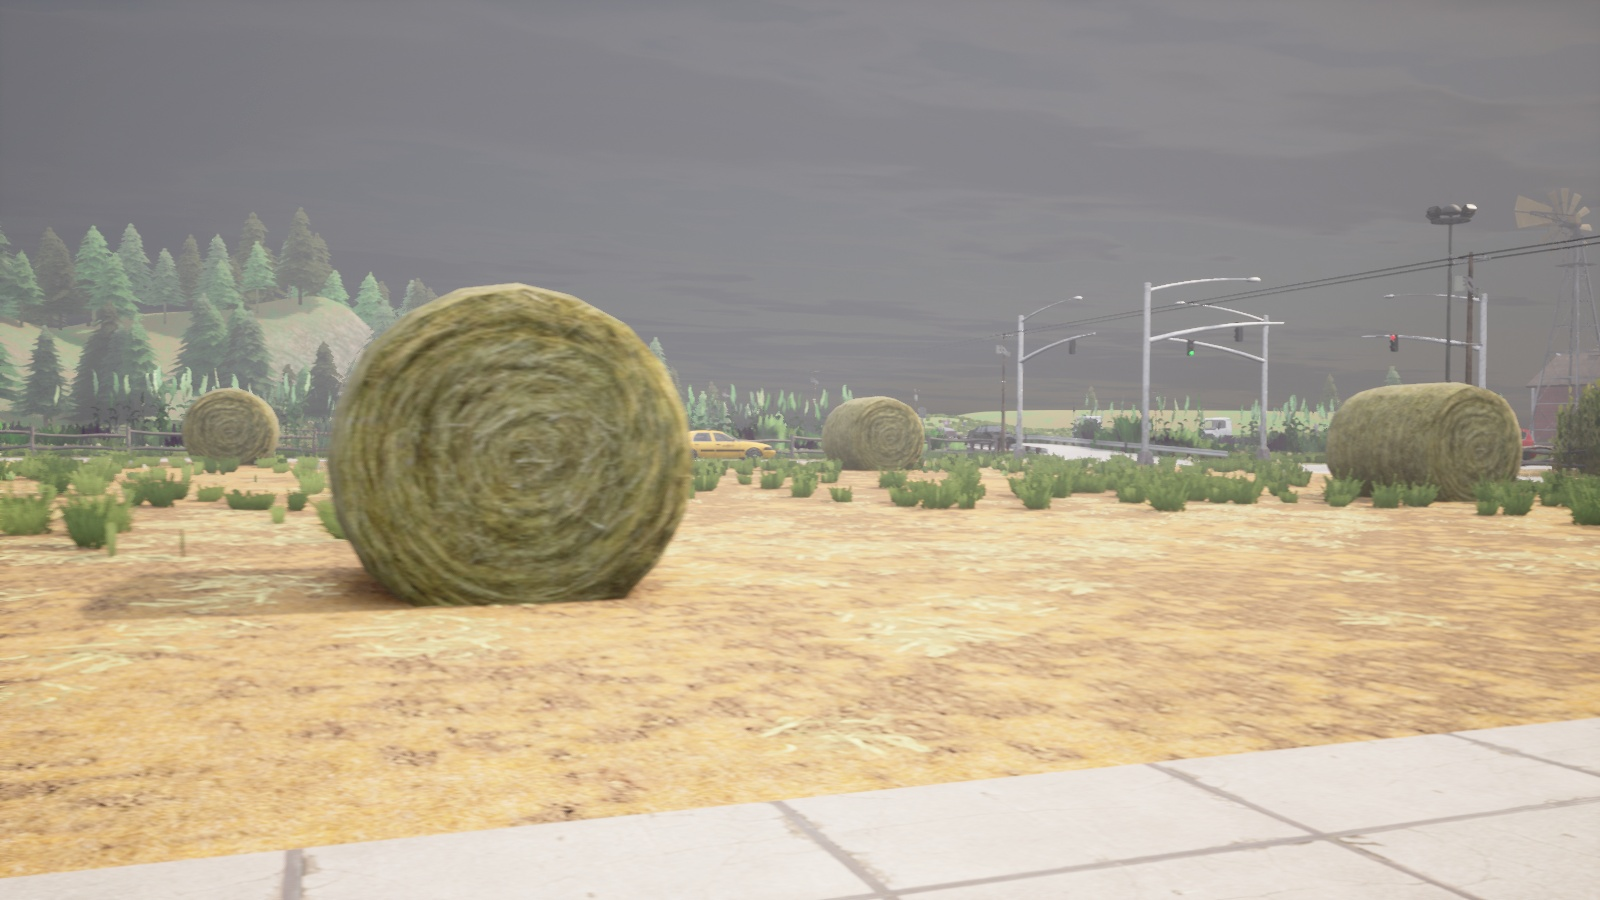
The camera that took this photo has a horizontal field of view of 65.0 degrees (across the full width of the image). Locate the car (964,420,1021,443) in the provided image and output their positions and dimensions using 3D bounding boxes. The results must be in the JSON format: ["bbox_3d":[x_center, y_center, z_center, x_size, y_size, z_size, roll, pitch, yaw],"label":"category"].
[{"bbox_3d":[13.072,-1.271,85.616,2.033,1.411,5.357,-1,3,-13],"label":"car"}]

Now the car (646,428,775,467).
[{"bbox_3d":[-3.929,-0.126,55.243,5.366,1.575,1.801,-1,1,-17],"label":"car"}]

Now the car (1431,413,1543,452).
[{"bbox_3d":[37.221,-0.966,68.044,5.566,2.045,2.150,-1,1,-20],"label":"car"}]

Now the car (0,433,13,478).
[{"bbox_3d":[-32.206,0.224,46.614,4.611,1.667,2.242,-1,1,-17],"label":"car"}]
